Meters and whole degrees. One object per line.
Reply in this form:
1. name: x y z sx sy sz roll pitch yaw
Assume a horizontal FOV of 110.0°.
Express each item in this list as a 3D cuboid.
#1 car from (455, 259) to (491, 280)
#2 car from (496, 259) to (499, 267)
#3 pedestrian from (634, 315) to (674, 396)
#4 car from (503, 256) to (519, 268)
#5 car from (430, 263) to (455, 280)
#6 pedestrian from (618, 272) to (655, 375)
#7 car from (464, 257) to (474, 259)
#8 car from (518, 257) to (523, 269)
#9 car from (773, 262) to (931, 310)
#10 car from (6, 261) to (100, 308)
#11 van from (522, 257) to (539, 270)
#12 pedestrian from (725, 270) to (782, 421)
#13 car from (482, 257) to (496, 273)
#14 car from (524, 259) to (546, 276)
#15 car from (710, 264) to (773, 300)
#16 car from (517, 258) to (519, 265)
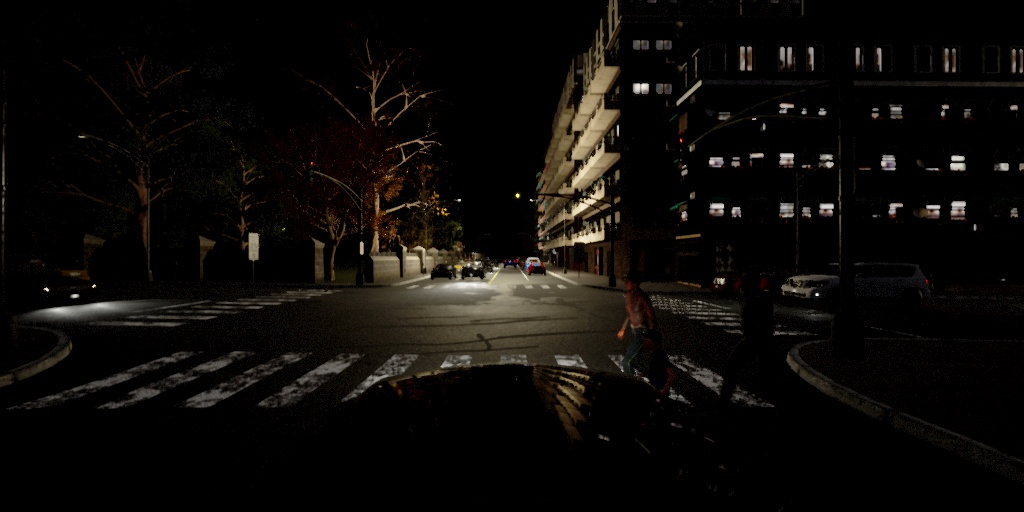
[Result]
1. car: -3.260 1.246 31.077 2.128 1.511 4.902 0 0 0
2. car: -3.368 1.281 64.752 2.128 1.511 4.902 0 0 0
3. pedestrian: 1.558 1.323 3.758 0.375 1.300 0.375 0 0 0
4. car: -0.331 1.003 59.609 2.150 2.045 5.566 0 0 0
5. car: -5.857 1.321 31.246 1.948 1.339 4.313 0 0 0
6. pedestrian: 1.739 1.046 4.962 0.375 1.860 0.375 0 0 0
7. car: -5.955 1.083 48.137 2.192 1.841 5.009 0 0 0
8. car: 2.394 1.214 53.815 1.967 1.591 4.097 0 0 0
9. car: 15.679 1.287 16.469 5.566 2.045 2.150 1 0 -1
10. car: -18.229 0.993 12.743 5.357 1.411 2.033 1 0 -1
11. van: 2.459 1.103 42.555 1.690 1.789 3.998 0 0 0
12. pedestrian: 2.929 1.043 4.368 0.375 1.860 0.375 0 0 0
13. car: -3.336 1.269 44.982 1.837 1.490 4.892 0 0 0
14. car: 2.491 1.304 36.924 1.888 1.381 4.507 0 0 0
15. car: 13.353 1.348 19.015 5.009 1.841 2.192 0 0 -1
16. car: 2.361 1.332 59.445 2.007 1.370 4.403 0 0 0
